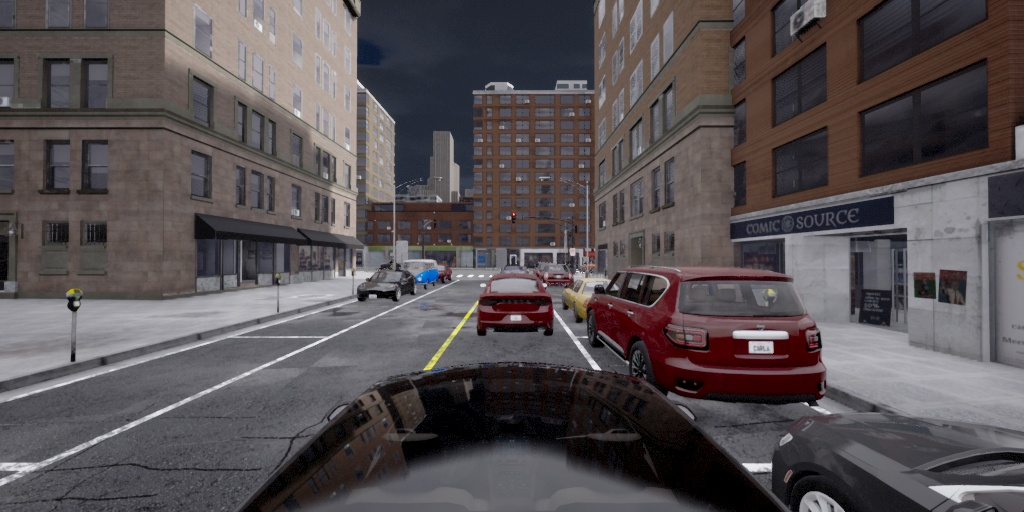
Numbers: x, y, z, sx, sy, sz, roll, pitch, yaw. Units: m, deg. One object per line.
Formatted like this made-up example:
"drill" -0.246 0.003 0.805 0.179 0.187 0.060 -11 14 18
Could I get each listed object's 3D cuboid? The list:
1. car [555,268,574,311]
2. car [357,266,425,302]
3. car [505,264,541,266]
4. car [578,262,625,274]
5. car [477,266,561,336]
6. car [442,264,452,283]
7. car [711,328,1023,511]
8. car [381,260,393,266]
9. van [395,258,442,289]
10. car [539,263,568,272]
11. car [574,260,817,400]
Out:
"car" 2.681 1.284 11.899 1.751 1.417 4.829 0 0 0
"car" -5.838 1.331 17.224 1.948 1.339 4.313 0 0 0
"car" 0.118 1.259 18.061 2.128 1.511 4.902 0 0 0
"car" 10.959 1.427 44.146 5.357 1.411 2.033 0 -1 0
"car" 0.059 1.235 10.496 1.882 1.535 5.008 0 0 -1
"car" -5.825 1.326 28.188 1.888 1.381 4.507 0 0 0
"car" 2.668 1.300 0.765 2.007 1.370 4.403 0 0 0
"car" -12.463 1.162 40.808 4.892 1.490 1.837 0 -1 4
"van" -5.831 1.114 22.706 1.690 1.789 3.998 0 0 0
"car" 2.694 1.213 22.695 1.967 1.591 4.097 0 0 0
"car" 2.675 1.068 6.246 2.192 1.841 5.009 0 0 0
